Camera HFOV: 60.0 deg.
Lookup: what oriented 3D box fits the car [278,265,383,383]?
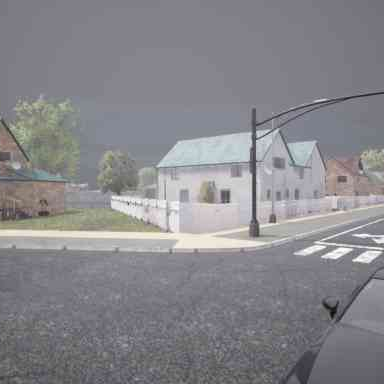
[{"bbox_3d":[2.512,1.524,3.380,1.812,1.442,4.674,0,0,42],"label":"car"}]
